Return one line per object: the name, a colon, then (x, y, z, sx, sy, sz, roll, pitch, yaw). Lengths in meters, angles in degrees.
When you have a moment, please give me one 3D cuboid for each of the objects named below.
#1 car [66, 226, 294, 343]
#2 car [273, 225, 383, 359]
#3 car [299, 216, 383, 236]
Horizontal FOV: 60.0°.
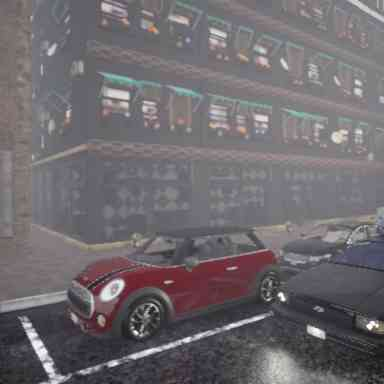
car: (-0.219, 1.441, 6.377, 4.097, 1.590, 1.967, 0, -1, -35)
car: (3.879, 1.548, 6.146, 5.357, 1.411, 2.033, 0, 0, -36)
car: (4.343, 1.552, 9.629, 4.403, 1.369, 2.008, 0, -1, -35)
